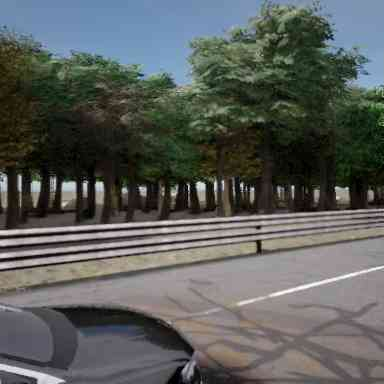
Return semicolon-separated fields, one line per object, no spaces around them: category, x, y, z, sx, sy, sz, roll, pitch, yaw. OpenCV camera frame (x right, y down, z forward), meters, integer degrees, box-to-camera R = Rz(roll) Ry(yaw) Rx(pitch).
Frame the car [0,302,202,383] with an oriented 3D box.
car;-2.135;1.489;2.186;4.902;1.511;2.128;0;0;-36
